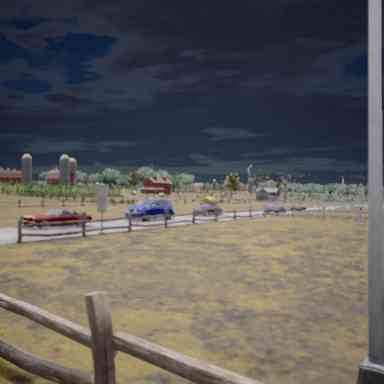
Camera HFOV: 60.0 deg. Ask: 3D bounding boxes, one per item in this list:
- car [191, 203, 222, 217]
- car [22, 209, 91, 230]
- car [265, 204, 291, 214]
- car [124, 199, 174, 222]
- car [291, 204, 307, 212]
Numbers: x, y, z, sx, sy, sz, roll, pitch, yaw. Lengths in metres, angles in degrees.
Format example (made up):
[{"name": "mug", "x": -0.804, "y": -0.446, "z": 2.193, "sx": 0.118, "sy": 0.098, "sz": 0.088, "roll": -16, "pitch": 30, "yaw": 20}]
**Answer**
[{"name": "car", "x": 1.799, "y": 2.155, "z": 40.291, "sx": 1.837, "sy": 1.490, "sz": 4.892, "roll": 2, "pitch": 0, "yaw": 36}, {"name": "car", "x": -9.804, "y": 1.918, "z": 24.164, "sx": 1.895, "sy": 1.301, "sz": 4.718, "roll": 2, "pitch": 0, "yaw": 36}, {"name": "car", "x": 12.653, "y": 2.527, "z": 50.394, "sx": 2.033, "sy": 1.411, "sz": 5.357, "roll": 2, "pitch": 0, "yaw": 36}, {"name": "car", "x": -4.021, "y": 1.701, "z": 32.173, "sx": 2.150, "sy": 2.045, "sz": 5.566, "roll": 2, "pitch": 0, "yaw": 34}, {"name": "car", "x": 18.807, "y": 2.774, "z": 58.943, "sx": 1.895, "sy": 1.301, "sz": 4.718, "roll": 2, "pitch": 0, "yaw": 36}]
